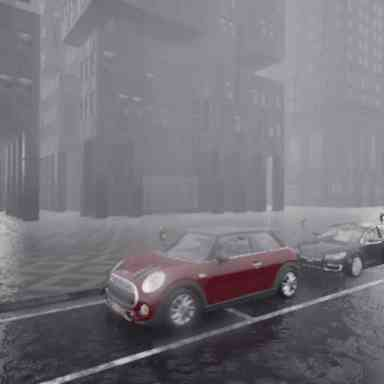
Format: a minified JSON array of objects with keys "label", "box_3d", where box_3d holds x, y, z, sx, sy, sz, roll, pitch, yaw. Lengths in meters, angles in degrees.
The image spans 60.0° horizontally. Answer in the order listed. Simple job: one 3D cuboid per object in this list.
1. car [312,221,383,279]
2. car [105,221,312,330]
[{"label":"car","box_3d":[4.948,1.605,10.177,4.403,1.369,2.008,0,0,-35]},{"label":"car","box_3d":[0.326,1.463,6.881,4.097,1.590,1.967,0,0,-35]}]
